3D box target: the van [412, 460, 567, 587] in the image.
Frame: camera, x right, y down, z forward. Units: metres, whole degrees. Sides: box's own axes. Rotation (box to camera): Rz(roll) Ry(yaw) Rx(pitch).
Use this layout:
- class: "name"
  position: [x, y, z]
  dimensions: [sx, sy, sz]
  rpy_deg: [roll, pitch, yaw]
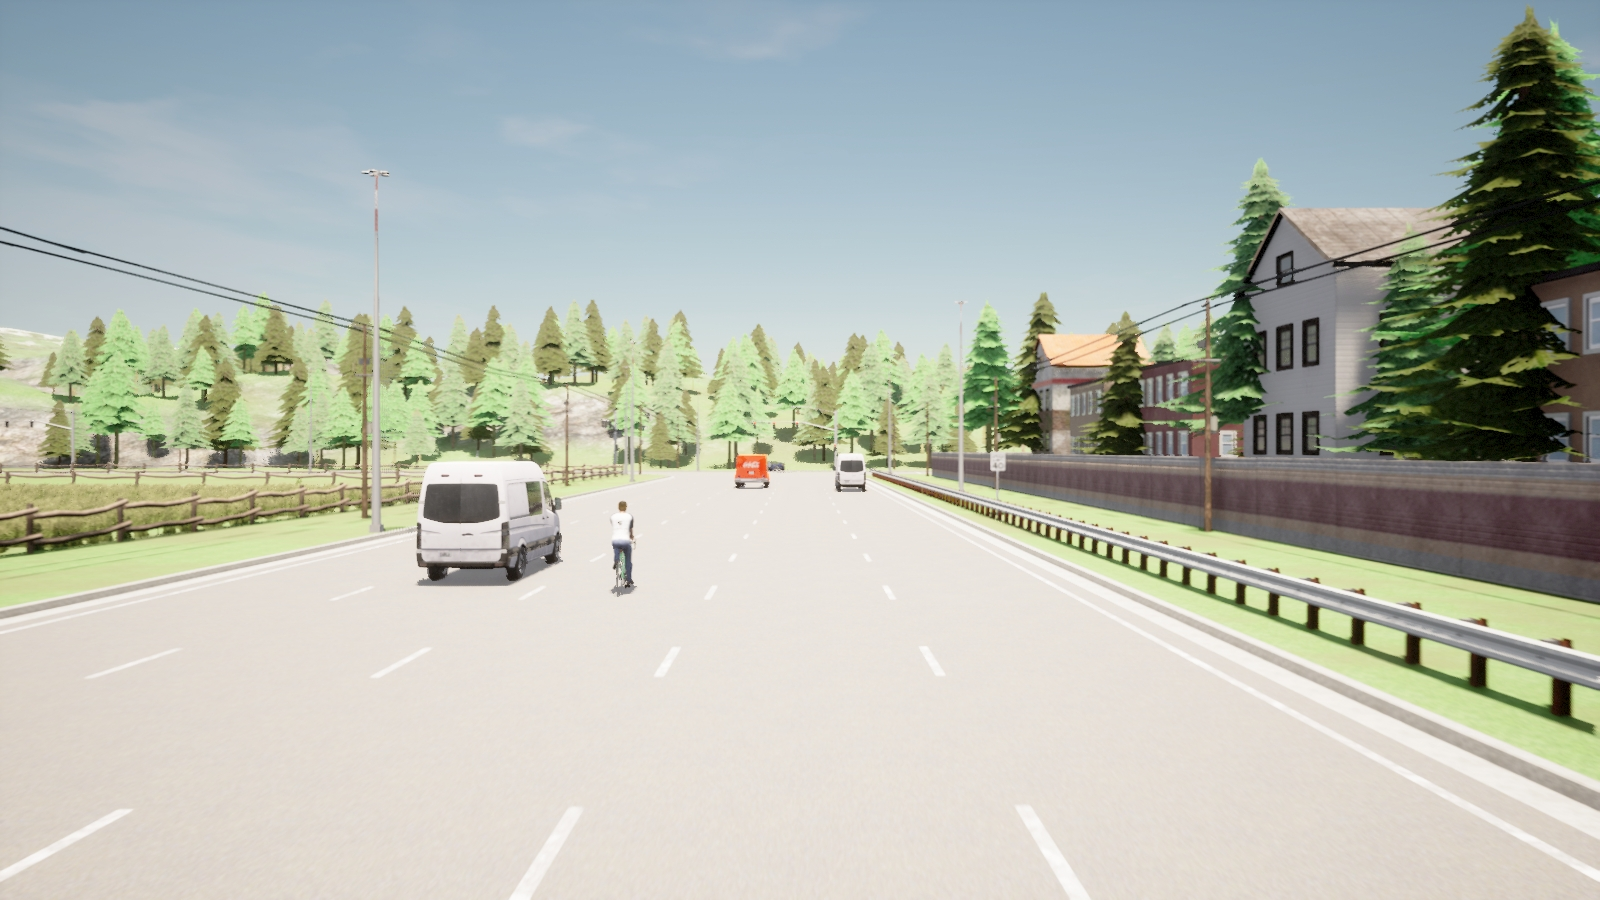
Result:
- class: "van"
  position: [-6.996, 1.534, 26.465]
  dimensions: [1.988, 2.561, 5.915]
  rpy_deg: [0, 0, 0]

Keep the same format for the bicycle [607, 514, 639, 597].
- class: "bicycle"
  position: [-3.500, 2.056, 22.630]
  dimensions: [0.373, 1.496, 1.643]
  rpy_deg: [0, 0, 0]
